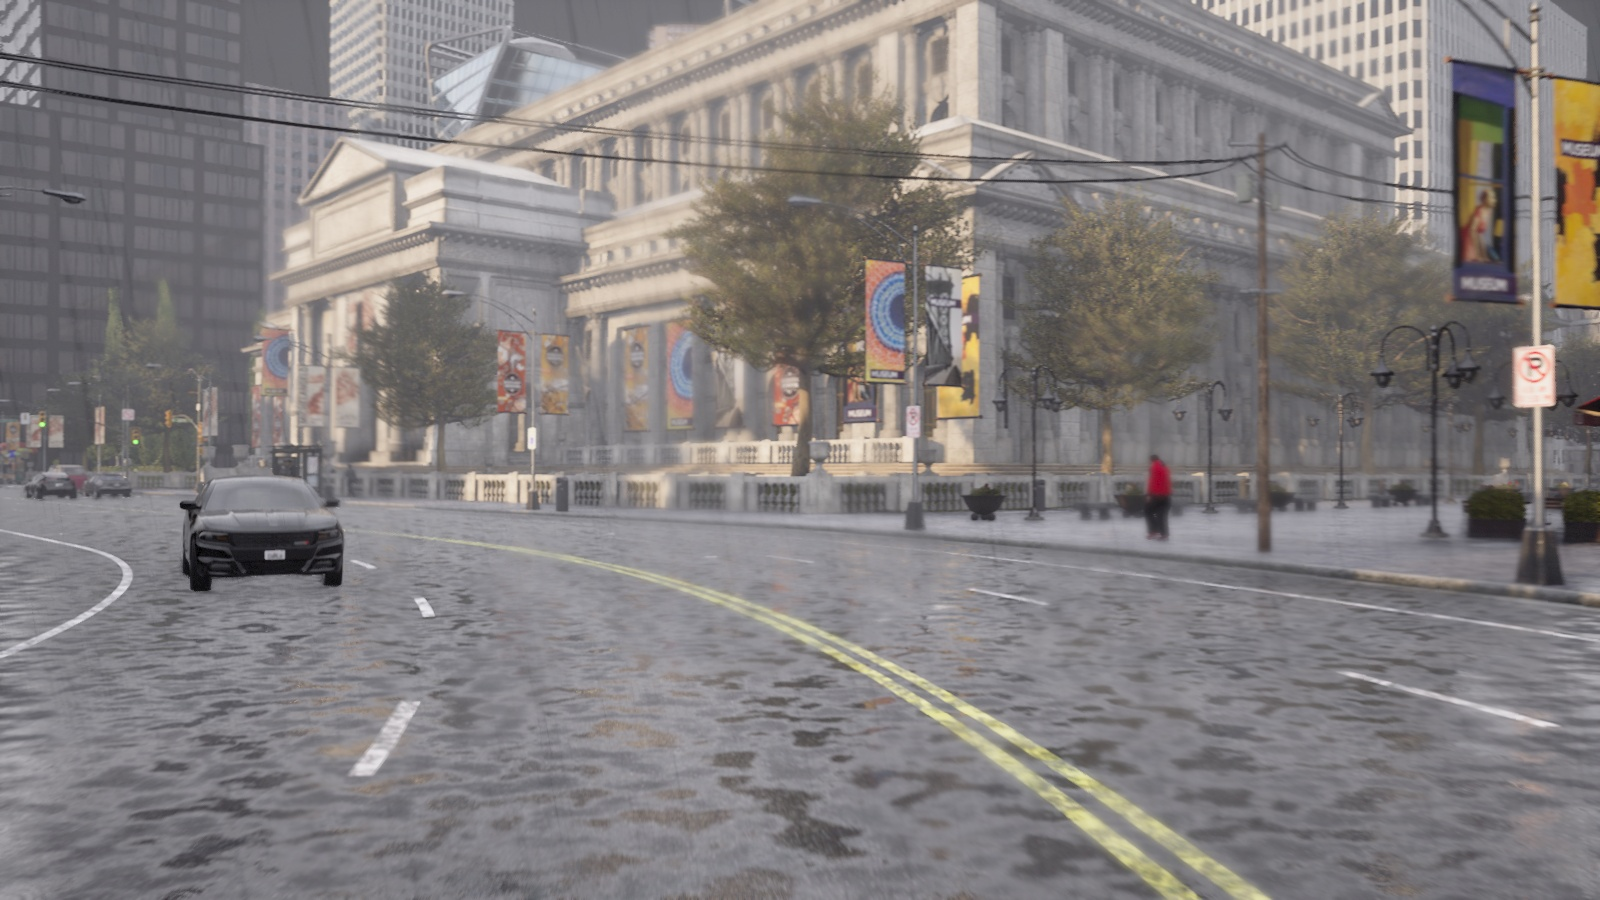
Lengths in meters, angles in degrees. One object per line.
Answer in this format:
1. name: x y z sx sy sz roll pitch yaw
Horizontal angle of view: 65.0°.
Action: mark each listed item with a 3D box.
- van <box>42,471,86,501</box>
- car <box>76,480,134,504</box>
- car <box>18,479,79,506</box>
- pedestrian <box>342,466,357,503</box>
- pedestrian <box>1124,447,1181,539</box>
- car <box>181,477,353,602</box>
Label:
1. van: -49.745 2.418 84.821 1.775 1.987 4.442 0 -1 -41
2. car: -42.111 2.503 76.023 2.033 1.411 5.357 0 -1 -41
3. car: -42.736 2.379 71.404 2.163 1.488 4.792 0 -1 -41
4. pedestrian: -23.746 1.808 66.139 0.788 1.949 0.423 -1 -1 43
5. pedestrian: 7.200 0.874 25.674 0.634 1.844 0.899 0 -1 -34
6. car: -7.849 1.170 18.211 1.882 1.535 5.008 0 -1 -28
